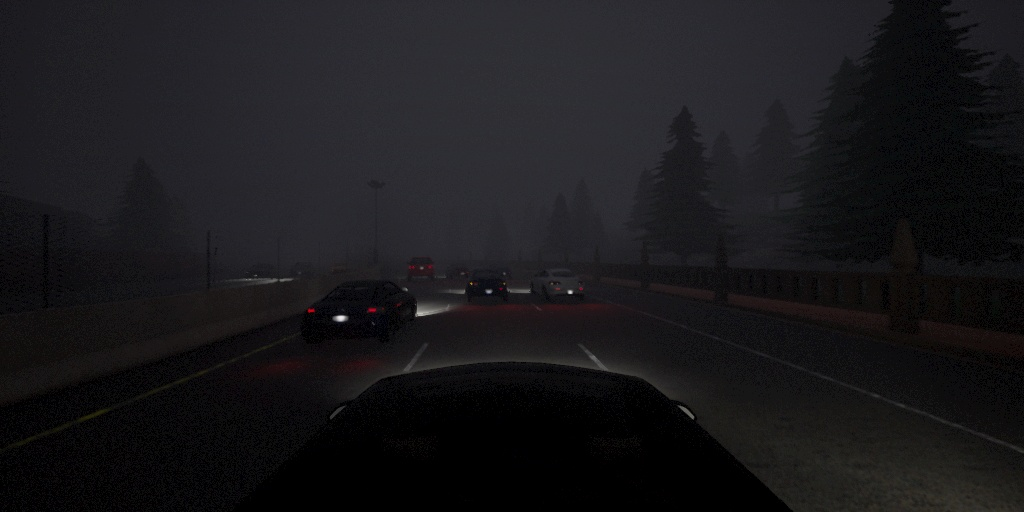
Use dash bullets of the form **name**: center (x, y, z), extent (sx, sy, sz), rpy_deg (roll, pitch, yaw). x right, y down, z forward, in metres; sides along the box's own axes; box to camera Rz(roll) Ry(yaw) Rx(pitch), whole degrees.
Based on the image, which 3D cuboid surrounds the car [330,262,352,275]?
- **car**: center (-18.283, 1.360, 38.463), extent (1.882, 1.535, 5.008), rpy_deg (0, 0, -24)

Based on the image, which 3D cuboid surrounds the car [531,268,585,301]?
- **car**: center (2.177, 1.321, 17.716), extent (1.812, 1.442, 4.674), rpy_deg (0, 0, -8)

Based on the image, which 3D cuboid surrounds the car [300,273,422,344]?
- **car**: center (-3.911, 1.343, 9.819), extent (1.994, 1.385, 4.181), rpy_deg (0, 0, -5)

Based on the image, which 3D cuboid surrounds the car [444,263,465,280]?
- **car**: center (-5.012, 1.377, 33.234), extent (1.812, 1.442, 4.674), rpy_deg (0, 0, -17)

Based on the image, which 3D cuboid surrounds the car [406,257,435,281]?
- **car**: center (-8.047, 1.070, 31.441), extent (2.150, 2.045, 5.566), rpy_deg (0, 0, -17)

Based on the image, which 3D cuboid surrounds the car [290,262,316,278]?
- **car**: center (-21.241, 1.371, 36.503), extent (2.128, 1.511, 4.902), rpy_deg (0, 0, -23)

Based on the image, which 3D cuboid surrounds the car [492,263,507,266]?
- **car**: center (-1.350, 1.372, 33.242), extent (1.812, 1.442, 4.674), rpy_deg (0, 0, -17)

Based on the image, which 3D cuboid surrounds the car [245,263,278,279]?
- **car**: center (-24.433, 1.427, 35.237), extent (2.033, 1.411, 5.357), rpy_deg (0, 0, -23)

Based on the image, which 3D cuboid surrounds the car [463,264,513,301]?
- **car**: center (-1.319, 1.325, 17.494), extent (1.812, 1.442, 4.674), rpy_deg (0, 0, -8)
